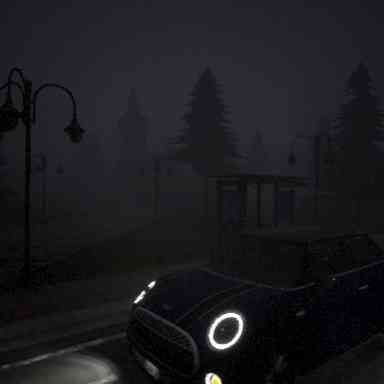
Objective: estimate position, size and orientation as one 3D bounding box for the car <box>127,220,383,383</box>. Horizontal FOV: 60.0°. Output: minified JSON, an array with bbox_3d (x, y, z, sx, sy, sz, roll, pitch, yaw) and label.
[{"bbox_3d":[1.335,1.376,5.052,4.553,1.767,2.097,0,0,-38],"label":"car"}]
